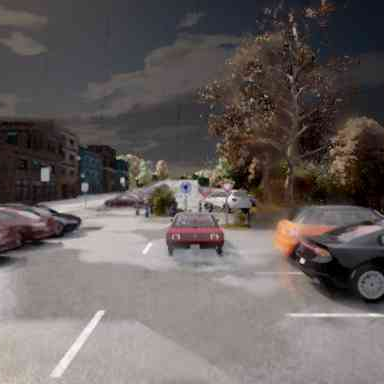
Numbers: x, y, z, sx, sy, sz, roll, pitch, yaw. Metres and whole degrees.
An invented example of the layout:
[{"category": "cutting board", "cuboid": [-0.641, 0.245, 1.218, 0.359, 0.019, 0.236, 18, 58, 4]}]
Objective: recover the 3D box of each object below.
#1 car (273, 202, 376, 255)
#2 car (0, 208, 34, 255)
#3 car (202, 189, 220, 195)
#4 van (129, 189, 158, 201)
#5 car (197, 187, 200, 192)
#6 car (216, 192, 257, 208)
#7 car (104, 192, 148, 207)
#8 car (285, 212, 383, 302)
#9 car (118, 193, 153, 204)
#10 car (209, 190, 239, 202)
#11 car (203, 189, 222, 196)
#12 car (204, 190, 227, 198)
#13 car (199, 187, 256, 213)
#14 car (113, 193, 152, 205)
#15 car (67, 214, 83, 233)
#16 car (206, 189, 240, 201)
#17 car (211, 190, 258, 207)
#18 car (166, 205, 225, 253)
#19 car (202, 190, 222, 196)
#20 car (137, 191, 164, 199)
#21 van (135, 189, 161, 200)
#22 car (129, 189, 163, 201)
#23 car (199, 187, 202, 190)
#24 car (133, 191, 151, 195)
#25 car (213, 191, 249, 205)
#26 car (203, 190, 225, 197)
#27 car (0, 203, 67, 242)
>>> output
[{"category": "car", "cuboid": [4.882, 1.195, 10.051, 4.553, 1.767, 2.185, 0, 1, 0]}, {"category": "car", "cuboid": [-7.663, 1.361, 10.018, 4.674, 1.452, 2.002, 0, 1, 0]}, {"category": "car", "cuboid": [4.993, -0.004, 89.010, 4.553, 1.767, 2.185, 0, 1, 0]}, {"category": "van", "cuboid": [-8.082, 0.502, 55.677, 4.442, 1.987, 1.878, 0, 1, 0]}, {"category": "car", "cuboid": [4.988, -0.183, 91.791, 5.566, 2.045, 2.435, 0, 1, 0]}, {"category": "car", "cuboid": [5.129, 0.896, 38.888, 4.553, 1.767, 2.185, 0, 1, 0]}, {"category": "car", "cuboid": [-7.905, 1.060, 39.003, 4.674, 1.452, 2.002, 1, 1, 0]}, {"category": "car", "cuboid": [4.908, 1.362, 7.354, 5.008, 1.535, 2.097, 0, 1, 0]}, {"category": "car", "cuboid": [-7.940, 0.916, 47.209, 4.674, 1.452, 2.002, 0, 1, 0]}, {"category": "car", "cuboid": [5.091, 0.652, 52.812, 4.553, 1.767, 2.185, 0, 1, 0]}, {"category": "car", "cuboid": [5.015, 0.154, 80.658, 4.553, 1.767, 2.185, 0, 1, 0]}, {"category": "car", "cuboid": [5.076, 0.434, 72.306, 4.892, 1.521, 2.231, 0, 1, 0]}, {"category": "car", "cuboid": [3.210, 0.864, 31.092, 2.150, 2.045, 5.566, 2, -1, -27]}, {"category": "car", "cuboid": [-7.905, 0.954, 44.427, 4.792, 1.488, 2.163, 0, 1, 0]}, {"category": "car", "cuboid": [-7.637, 1.263, 15.669, 4.792, 1.488, 2.163, 0, 1, 0]}, {"category": "car", "cuboid": [5.143, 0.476, 55.719, 5.566, 2.045, 2.435, 0, 1, 0]}, {"category": "car", "cuboid": [5.181, 0.722, 41.671, 5.566, 2.045, 2.435, 0, 1, 0]}, {"category": "car", "cuboid": [0.107, 1.401, 12.616, 1.895, 1.301, 4.718, 0, 1, 0]}, {"category": "car", "cuboid": [5.034, 0.227, 83.444, 5.008, 1.535, 2.097, 0, 1, 0]}, {"category": "car", "cuboid": [-7.994, 0.584, 63.906, 4.892, 1.521, 2.231, 0, 1, 0]}, {"category": "van", "cuboid": [-8.097, 0.406, 61.118, 4.442, 1.987, 1.878, 0, 1, 0]}, {"category": "car", "cuboid": [-8.001, 0.430, 58.335, 5.566, 2.045, 2.435, 0, 1, 0]}, {"category": "car", "cuboid": [5.034, 0.131, 75.085, 5.566, 2.045, 2.435, 0, 1, 0]}, {"category": "car", "cuboid": [-8.113, 0.970, 41.643, 5.366, 1.575, 1.946, 0, 1, 0]}, {"category": "car", "cuboid": [5.176, 0.796, 44.583, 4.553, 1.767, 2.185, 0, 1, 0]}, {"category": "car", "cuboid": [5.059, 0.331, 77.876, 5.008, 1.535, 2.097, 0, 1, 0]}, {"category": "car", "cuboid": [-7.663, 1.317, 12.843, 4.674, 1.452, 2.002, 0, 1, 0]}]
